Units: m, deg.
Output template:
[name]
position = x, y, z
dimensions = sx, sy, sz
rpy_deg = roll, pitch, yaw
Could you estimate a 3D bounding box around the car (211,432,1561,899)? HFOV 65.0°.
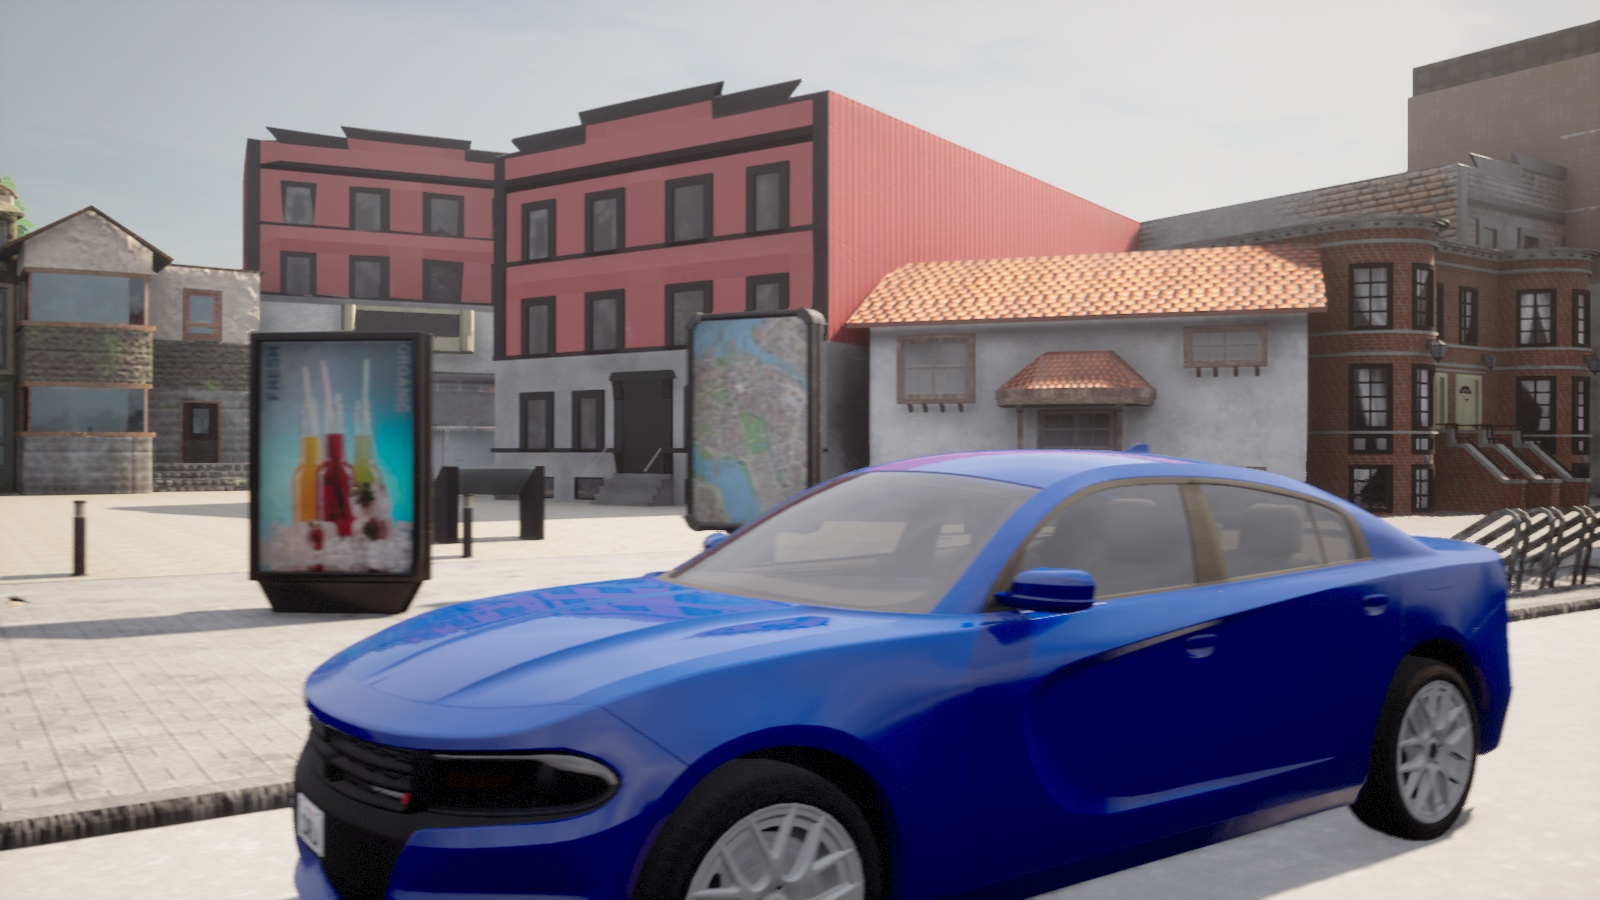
[car]
position = 0.678, 0.733, 4.740
dimensions = 5.008, 1.535, 1.882
rpy_deg = 0, 0, -35
